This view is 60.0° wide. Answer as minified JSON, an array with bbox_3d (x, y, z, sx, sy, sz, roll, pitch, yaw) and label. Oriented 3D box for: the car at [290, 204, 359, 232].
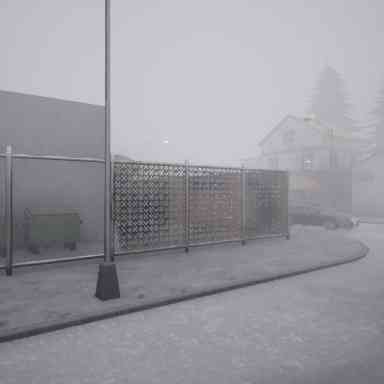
[{"bbox_3d":[7.663,1.492,20.518,2.128,1.511,4.902,0,0,-35],"label":"car"}]
